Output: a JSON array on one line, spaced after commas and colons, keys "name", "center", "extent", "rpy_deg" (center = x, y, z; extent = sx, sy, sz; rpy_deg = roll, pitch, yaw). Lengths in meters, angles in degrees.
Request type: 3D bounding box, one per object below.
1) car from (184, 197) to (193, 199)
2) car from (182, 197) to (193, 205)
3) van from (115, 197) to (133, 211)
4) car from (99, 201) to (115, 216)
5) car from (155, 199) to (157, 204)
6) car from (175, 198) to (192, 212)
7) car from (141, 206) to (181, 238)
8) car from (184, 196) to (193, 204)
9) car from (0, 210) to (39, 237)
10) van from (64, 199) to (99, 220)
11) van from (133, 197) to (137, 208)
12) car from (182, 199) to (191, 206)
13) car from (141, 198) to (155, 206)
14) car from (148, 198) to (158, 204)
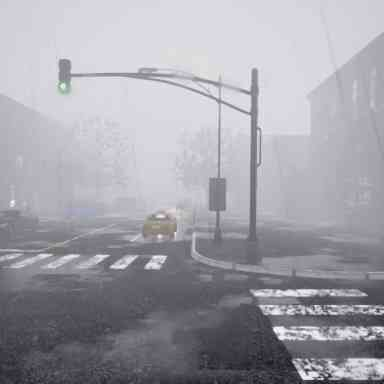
[{"name": "car", "center": [-1.160, 2.139, 62.923], "extent": [1.947, 1.339, 4.313], "rpy_deg": [0, 0, 1]}, {"name": "car", "center": [-1.014, 1.984, 74.017], "extent": [2.192, 1.841, 5.009], "rpy_deg": [0, 0, 1]}, {"name": "van", "center": [-9.757, 1.667, 46.399], "extent": [1.690, 1.788, 3.998], "rpy_deg": [0, 0, 1]}, {"name": "car", "center": [-9.903, 1.775, 35.306], "extent": [1.887, 1.381, 4.507], "rpy_deg": [0, 0, 1]}, {"name": "car", "center": [-9.394, 2.111, 74.126], "extent": [1.887, 1.381, 4.507], "rpy_deg": [0, 0, 1]}, {"name": "car", "center": [-1.378, 1.979, 46.286], "extent": [2.008, 1.369, 4.403], "rpy_deg": [0, 0, 1]}, {"name": "car", "center": [-1.740, 1.715, 18.729], "extent": [1.752, 1.417, 4.829], "rpy_deg": [0, 0, 1]}, {"name": "car", "center": [-0.869, 2.079, 85.108], "extent": [2.192, 1.841, 5.009], "rpy_deg": [0, 0, 1]}, {"name": "car", "center": [-10.121, 1.667, 18.669], "extent": [1.802, 1.307, 4.206], "rpy_deg": [0, 0, 1]}, {"name": "van", "center": [-9.974, 1.523, 29.762], "extent": [1.690, 1.788, 3.998], "rpy_deg": [0, 0, 1]}, {"name": "van", "center": [-9.684, 1.715, 51.944], "extent": [1.690, 1.788, 3.998], "rpy_deg": [0, 0, 1]}, {"name": "car", "center": [-1.087, 2.165, 68.469], "extent": [1.887, 1.381, 4.507], "rpy_deg": [0, 0, 1]}, {"name": "car", "center": [-9.467, 2.084, 68.579], "extent": [1.947, 1.339, 4.313], "rpy_deg": [0, 0, 1]}, {"name": "car", "center": [-9.322, 2.196, 79.671], "extent": [1.802, 1.307, 4.206], "rpy_deg": [0, 0, 1]}]
